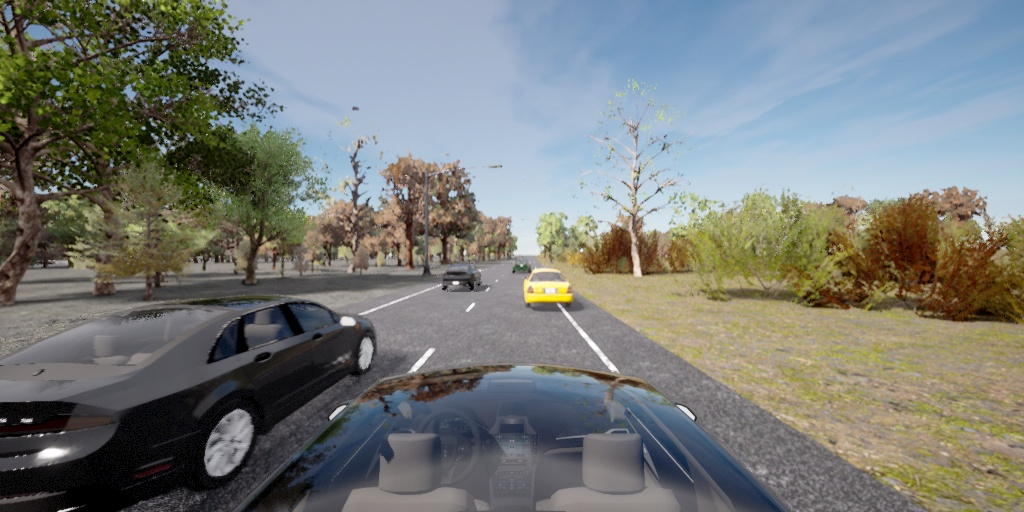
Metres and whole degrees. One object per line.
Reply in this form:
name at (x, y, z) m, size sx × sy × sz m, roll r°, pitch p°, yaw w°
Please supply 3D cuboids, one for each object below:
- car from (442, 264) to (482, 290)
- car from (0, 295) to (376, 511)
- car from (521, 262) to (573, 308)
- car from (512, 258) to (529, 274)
car at (-3.039, 1.234, 22.271) m, size 1.837 × 1.490 × 4.892 m, roll 0°, pitch 0°, yaw 2°
car at (-3.363, 1.252, 4.545) m, size 1.837 × 1.490 × 4.892 m, roll 0°, pitch 0°, yaw 0°
car at (1.397, 1.192, 15.138) m, size 1.801 × 1.575 × 5.366 m, roll 0°, pitch 0°, yaw 1°
car at (1.159, 1.061, 41.460) m, size 2.097 × 1.767 × 4.553 m, roll 0°, pitch 0°, yaw 3°
